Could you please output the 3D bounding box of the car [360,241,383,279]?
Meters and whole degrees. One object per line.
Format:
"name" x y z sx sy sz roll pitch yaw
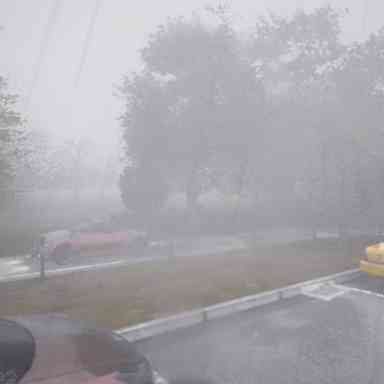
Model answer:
"car" 6.586 1.476 8.748 5.366 1.575 1.946 -1 0 -33

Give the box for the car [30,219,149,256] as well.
"car" -3.753 1.736 12.501 4.181 1.385 1.994 0 0 -35

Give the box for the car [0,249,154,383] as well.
"car" -2.580 1.541 2.229 4.792 1.488 2.163 -1 -1 -33
